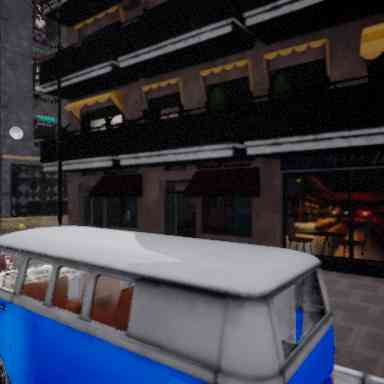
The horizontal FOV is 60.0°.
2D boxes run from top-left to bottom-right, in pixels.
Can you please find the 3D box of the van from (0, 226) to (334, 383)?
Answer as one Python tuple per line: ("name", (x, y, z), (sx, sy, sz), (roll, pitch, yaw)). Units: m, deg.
("van", (-0.677, 1.328, 3.376), (3.998, 1.788, 1.690), (0, -1, 36))
